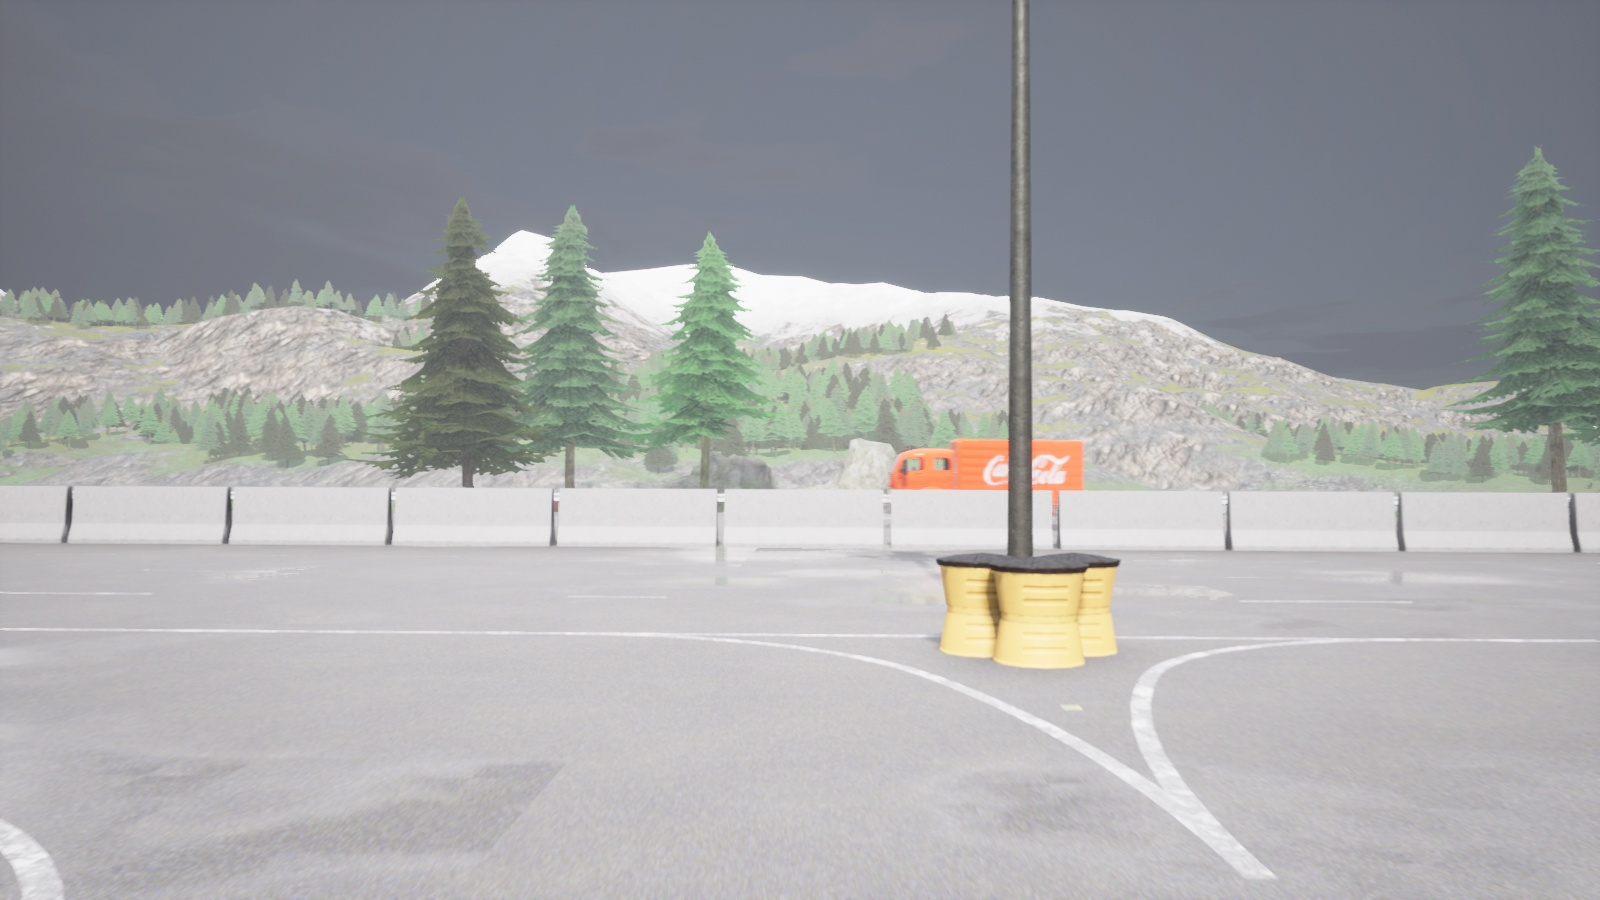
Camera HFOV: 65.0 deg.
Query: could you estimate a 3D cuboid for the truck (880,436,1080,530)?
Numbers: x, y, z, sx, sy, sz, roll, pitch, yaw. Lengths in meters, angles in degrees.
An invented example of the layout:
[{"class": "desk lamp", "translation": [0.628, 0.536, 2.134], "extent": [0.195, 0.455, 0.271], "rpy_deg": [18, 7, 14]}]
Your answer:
[{"class": "truck", "translation": [4.858, 0.899, 34.700], "extent": [5.204, 2.467, 2.627], "rpy_deg": [0, -1, 2]}]
